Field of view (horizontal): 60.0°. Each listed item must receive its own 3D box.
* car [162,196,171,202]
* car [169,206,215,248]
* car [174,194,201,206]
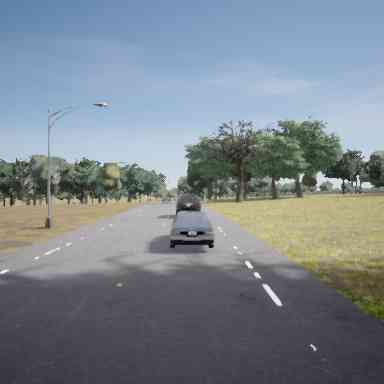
[{"bbox_3d":[-5.830,1.699,76.649,1.994,1.385,4.181,0,-1,-2],"label":"car"},{"bbox_3d":[-0.016,1.548,14.667,2.033,1.411,5.357,0,0,0],"label":"car"},{"bbox_3d":[-0.361,1.196,29.750,2.150,2.045,5.566,0,0,-2],"label":"car"}]
